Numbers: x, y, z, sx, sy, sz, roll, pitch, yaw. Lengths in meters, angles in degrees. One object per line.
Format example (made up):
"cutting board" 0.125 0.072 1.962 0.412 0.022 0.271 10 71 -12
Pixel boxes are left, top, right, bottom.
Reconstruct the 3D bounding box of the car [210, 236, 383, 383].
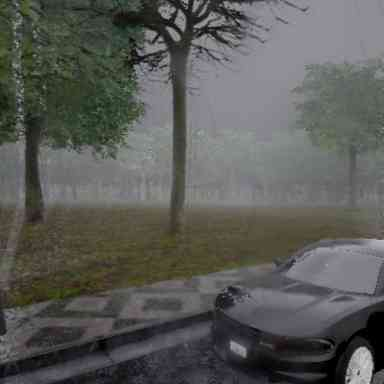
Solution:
"car" 2.551 1.509 5.200 5.008 1.535 1.882 0 0 -36
